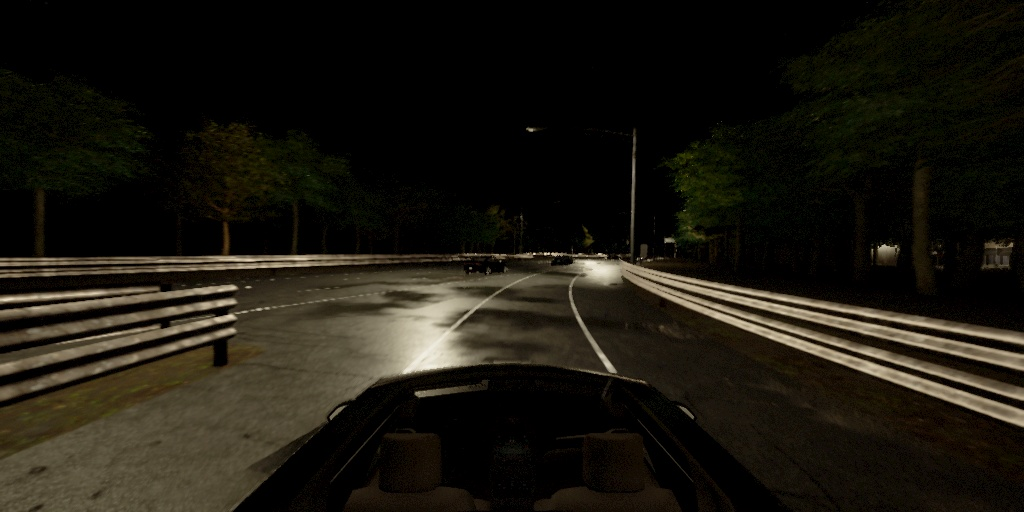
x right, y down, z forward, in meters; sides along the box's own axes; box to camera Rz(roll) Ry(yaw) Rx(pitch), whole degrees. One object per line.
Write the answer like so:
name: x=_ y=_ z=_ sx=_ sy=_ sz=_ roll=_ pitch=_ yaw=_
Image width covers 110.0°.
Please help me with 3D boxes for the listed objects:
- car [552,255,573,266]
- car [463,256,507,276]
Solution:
car: x=6.856 y=0.613 z=48.412 sx=1.994 sy=1.385 sz=4.181 roll=1 pitch=1 yaw=25
car: x=-2.067 y=0.753 z=29.245 sx=1.882 sy=1.535 sz=5.008 roll=1 pitch=1 yaw=25
